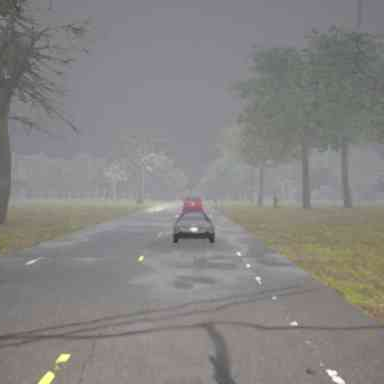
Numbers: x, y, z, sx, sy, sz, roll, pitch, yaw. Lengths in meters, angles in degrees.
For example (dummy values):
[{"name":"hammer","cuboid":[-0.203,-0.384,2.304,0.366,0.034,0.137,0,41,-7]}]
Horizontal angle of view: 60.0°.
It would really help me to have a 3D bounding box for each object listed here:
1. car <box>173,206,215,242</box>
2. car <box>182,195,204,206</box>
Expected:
[{"name":"car","cuboid":[0.086,1.635,16.779,1.994,1.385,4.181,0,0,0]},{"name":"car","cuboid":[0.075,1.398,36.561,2.150,2.045,5.566,0,0,0]}]
